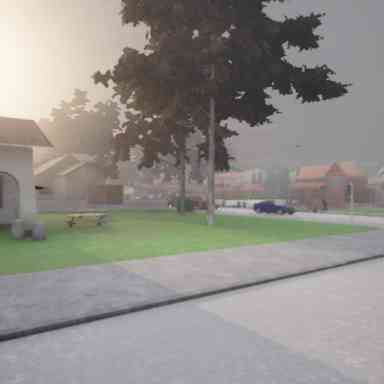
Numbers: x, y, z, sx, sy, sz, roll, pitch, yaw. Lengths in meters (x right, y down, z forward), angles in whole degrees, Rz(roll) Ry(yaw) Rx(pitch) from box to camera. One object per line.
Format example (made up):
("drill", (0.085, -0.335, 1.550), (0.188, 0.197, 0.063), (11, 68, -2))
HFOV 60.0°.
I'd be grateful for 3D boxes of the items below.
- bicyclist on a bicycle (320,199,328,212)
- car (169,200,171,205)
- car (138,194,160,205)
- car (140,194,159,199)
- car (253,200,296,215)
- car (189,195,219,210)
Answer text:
("bicyclist on a bicycle", (16.211, 1.629, 40.873), (1.656, 1.620, 0.582), (0, 0, -36))
("car", (-2.721, 1.797, 60.065), (2.033, 1.411, 5.357), (1, 0, -35))
("car", (-8.919, 1.471, 68.709), (2.150, 2.045, 5.566), (1, 0, -36))
("car", (-7.565, 1.379, 59.792), (2.097, 1.767, 4.553), (1, 0, -36))
("car", (8.992, 1.694, 36.529), (1.882, 1.535, 5.008), (1, 0, -36))
("car", (1.445, 1.441, 47.059), (2.150, 2.045, 5.566), (1, -1, -36))
